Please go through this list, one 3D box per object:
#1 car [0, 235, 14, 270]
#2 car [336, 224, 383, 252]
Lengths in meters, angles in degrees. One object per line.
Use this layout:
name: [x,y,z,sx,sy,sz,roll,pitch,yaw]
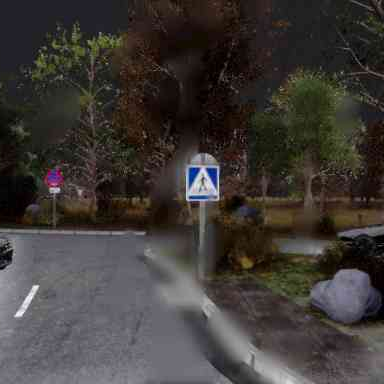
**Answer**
car: [-7.224,1.481,10.059,5.008,1.535,1.882,0,-1,39]
car: [7.295,1.293,10.116,5.357,1.411,2.033,-3,-2,42]
